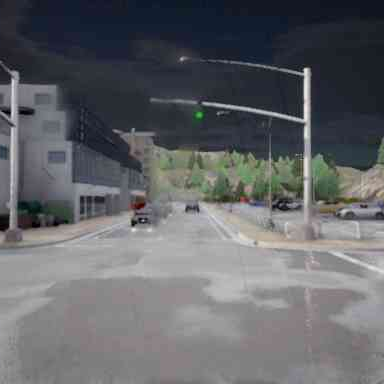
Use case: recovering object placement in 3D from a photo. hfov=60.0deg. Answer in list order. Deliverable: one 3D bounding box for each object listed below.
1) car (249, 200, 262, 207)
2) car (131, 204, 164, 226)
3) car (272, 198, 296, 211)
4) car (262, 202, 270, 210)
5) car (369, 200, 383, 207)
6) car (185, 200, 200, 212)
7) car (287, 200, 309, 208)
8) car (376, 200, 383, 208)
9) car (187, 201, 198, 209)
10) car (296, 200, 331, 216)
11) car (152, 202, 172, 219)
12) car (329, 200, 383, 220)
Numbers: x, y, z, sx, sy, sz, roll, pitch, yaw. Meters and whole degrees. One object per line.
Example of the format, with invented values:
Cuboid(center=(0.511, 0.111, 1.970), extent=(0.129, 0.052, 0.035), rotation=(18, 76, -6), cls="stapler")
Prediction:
Cuboid(center=(13.849, 2.425, 69.681), extent=(3.633, 1.501, 1.845), rotation=(0, -1, 0), cls="car")
Cuboid(center=(-3.608, 1.955, 26.566), extent=(1.994, 1.385, 4.181), rotation=(0, -1, 0), cls="car")
Cuboid(center=(14.139, 1.816, 48.198), extent=(3.866, 1.878, 1.905), rotation=(0, -1, 0), cls="car")
Cuboid(center=(13.725, 1.878, 51.103), extent=(4.605, 1.855, 1.932), rotation=(0, -1, 0), cls="car")
Cuboid(center=(39.883, 2.417, 69.708), extent=(4.514, 1.523, 2.007), rotation=(0, -1, 0), cls="car")
Cuboid(center=(0.077, 2.097, 50.602), extent=(2.097, 1.767, 4.553), rotation=(0, -1, 0), cls="car")
Cuboid(center=(21.272, 2.400, 66.706), extent=(3.806, 1.475, 1.970), rotation=(0, -1, 0), cls="car")
Cuboid(center=(39.938, 2.362, 66.571), extent=(5.027, 1.636, 2.152), rotation=(0, -1, 0), cls="car")
Cuboid(center=(0.050, 2.492, 64.291), extent=(2.033, 1.411, 5.357), rotation=(0, -1, 0), cls="car")
Cuboid(center=(14.147, 1.706, 35.404), extent=(5.027, 1.636, 2.152), rotation=(0, -1, 0), cls="car")
Cuboid(center=(-3.612, 1.869, 35.183), extent=(2.097, 1.767, 4.553), rotation=(0, -1, 0), cls="car")
Cuboid(center=(14.475, 1.692, 28.986), extent=(3.806, 1.475, 1.970), rotation=(0, -1, 0), cls="car")
